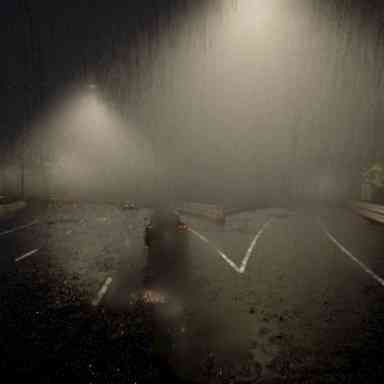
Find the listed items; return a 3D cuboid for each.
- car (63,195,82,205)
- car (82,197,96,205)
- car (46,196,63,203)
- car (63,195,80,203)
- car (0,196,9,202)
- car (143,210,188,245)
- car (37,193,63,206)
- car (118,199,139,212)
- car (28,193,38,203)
[{"bbox_3d":[-22.419,1.635,61.051,1.837,1.490,4.892,0,0,-36],"label":"car"},{"bbox_3d":[-19.888,1.641,63.531,1.812,1.442,4.674,0,0,-36],"label":"car"},{"bbox_3d":[-28.653,1.553,69.425,1.994,1.385,4.181,0,0,-42],"label":"car"},{"bbox_3d":[-25.934,1.484,71.628,1.837,1.490,4.892,0,0,-42],"label":"car"},{"bbox_3d":[-47.516,1.756,83.050,5.008,1.535,1.882,0,0,37],"label":"car"},{"bbox_3d":[-1.280,1.542,15.501,1.812,1.442,4.674,0,0,-8],"label":"car"},{"bbox_3d":[-25.279,1.371,59.023,2.150,2.045,5.566,0,0,-36],"label":"car"},{"bbox_3d":[-7.766,1.594,40.376,2.033,1.411,5.357,0,0,-21],"label":"car"},{"bbox_3d":[-31.395,1.242,67.245,2.150,2.045,5.566,0,0,-42],"label":"car"}]
